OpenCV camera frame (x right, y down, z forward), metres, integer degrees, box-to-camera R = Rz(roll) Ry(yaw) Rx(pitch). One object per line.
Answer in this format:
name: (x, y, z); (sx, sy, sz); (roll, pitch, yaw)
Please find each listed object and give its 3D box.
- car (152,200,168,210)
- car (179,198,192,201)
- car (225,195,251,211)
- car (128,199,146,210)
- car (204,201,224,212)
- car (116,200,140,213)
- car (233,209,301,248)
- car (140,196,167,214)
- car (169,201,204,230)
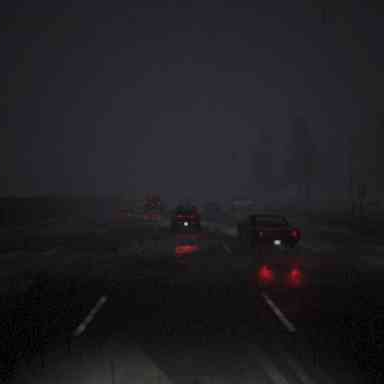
car: (-4.683, 1.879, 49.264); (1.895, 1.301, 4.718); (0, 0, -1)
car: (-1.038, 1.603, 47.169); (2.097, 1.767, 4.553); (0, 0, -1)
car: (6.003, 1.419, 42.104); (2.150, 2.045, 5.566); (0, 0, -1)
car: (-8.204, 1.845, 50.207); (2.033, 1.411, 5.357); (0, 0, -1)
car: (2.557, 1.777, 42.395); (1.994, 1.385, 4.181); (0, 0, -1)
car: (-7.867, 1.722, 40.402); (1.882, 1.535, 5.008); (0, 0, -1)
car: (3.257, 1.668, 15.122); (1.895, 1.301, 4.718); (0, 0, -1)
car: (-4.446, 1.448, 39.541); (2.150, 2.045, 5.566); (0, 0, -1)
car: (-0.412, 1.623, 21.976); (1.837, 1.490, 4.892); (0, 0, -1)
